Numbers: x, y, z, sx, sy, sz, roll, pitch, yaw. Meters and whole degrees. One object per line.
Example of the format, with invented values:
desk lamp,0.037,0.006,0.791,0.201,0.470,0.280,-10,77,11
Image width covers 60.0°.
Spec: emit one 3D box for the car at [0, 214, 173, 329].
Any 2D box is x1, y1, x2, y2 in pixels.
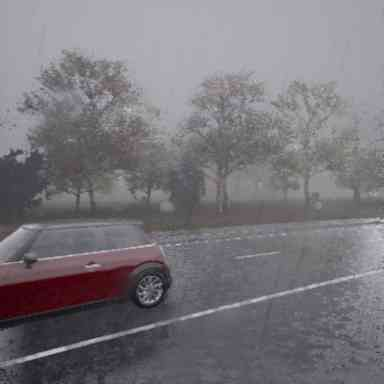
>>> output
car,-2.699,1.330,6.213,4.553,1.767,2.097,0,0,-34
